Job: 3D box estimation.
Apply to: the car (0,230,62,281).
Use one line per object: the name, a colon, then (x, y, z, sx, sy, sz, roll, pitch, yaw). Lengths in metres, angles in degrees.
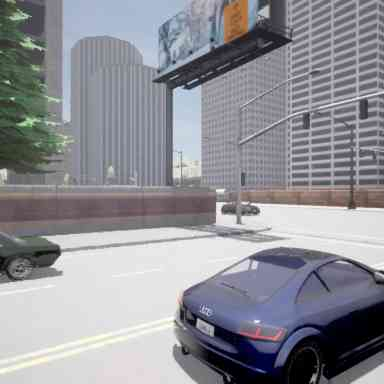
car: (-5.935, 1.601, 8.317, 4.718, 1.301, 1.895, 0, 0, -35)

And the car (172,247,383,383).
car: (1.796, 1.564, 5.074, 4.181, 1.385, 1.994, 0, 0, -35)

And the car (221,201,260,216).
car: (4.732, 1.564, 32.797, 1.994, 1.385, 4.181, 0, 0, -35)
